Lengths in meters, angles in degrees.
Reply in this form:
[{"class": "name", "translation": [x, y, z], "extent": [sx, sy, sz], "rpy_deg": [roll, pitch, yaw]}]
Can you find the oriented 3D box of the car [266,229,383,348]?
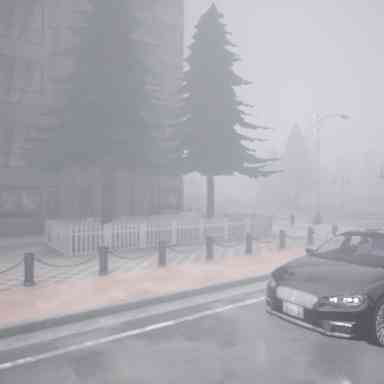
[{"class": "car", "translation": [3.527, 1.521, 6.419], "extent": [4.902, 1.511, 2.128], "rpy_deg": [0, 0, -35]}]
